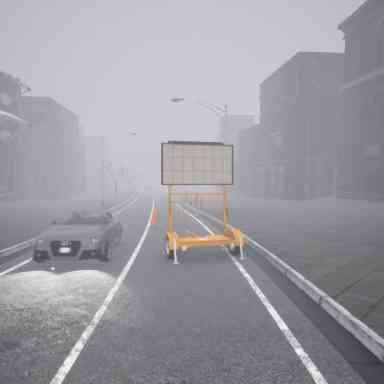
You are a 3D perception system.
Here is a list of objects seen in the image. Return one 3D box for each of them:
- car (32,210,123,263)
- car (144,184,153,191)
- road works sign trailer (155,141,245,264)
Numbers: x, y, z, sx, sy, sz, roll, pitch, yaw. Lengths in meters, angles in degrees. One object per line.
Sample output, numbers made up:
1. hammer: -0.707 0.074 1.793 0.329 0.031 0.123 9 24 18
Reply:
1. car: -3.429 1.286 10.701 1.994 1.385 4.181 0 1 -3
2. car: -10.729 -1.091 82.589 1.837 1.490 4.892 0 3 -6
3. road works sign trailer: 0.141 0.175 10.820 2.380 3.560 2.880 -1 1 -16
